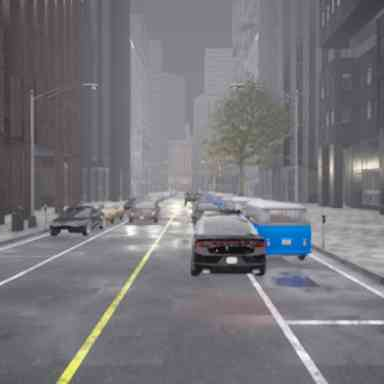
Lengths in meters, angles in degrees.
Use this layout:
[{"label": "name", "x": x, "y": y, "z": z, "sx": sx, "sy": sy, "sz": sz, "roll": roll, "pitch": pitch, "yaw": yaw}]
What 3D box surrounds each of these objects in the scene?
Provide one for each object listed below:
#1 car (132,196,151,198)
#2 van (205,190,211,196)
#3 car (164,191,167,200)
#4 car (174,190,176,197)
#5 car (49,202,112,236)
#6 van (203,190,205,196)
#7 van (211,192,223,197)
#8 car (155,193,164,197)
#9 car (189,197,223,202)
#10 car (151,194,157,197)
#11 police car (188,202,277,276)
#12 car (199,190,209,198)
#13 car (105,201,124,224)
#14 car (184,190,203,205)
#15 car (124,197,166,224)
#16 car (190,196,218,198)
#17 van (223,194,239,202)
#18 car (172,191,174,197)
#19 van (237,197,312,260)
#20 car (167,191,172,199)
[{"label": "car", "x": -5.751, "y": 1.225, "z": 34.063, "sx": 1.947, "sy": 1.339, "sz": 4.313, "roll": 0, "pitch": 1, "yaw": 0}, {"label": "van", "x": 2.776, "y": 0.945, "z": 39.682, "sx": 1.690, "sy": 1.788, "sz": 3.998, "roll": 0, "pitch": 1, "yaw": 0}, {"label": "car", "x": -5.743, "y": 0.882, "z": 56.535, "sx": 1.967, "sy": 1.590, "sz": 4.097, "roll": 0, "pitch": 1, "yaw": 0}, {"label": "car", "x": -5.733, "y": 0.725, "z": 84.629, "sx": 1.887, "sy": 1.381, "sz": 4.507, "roll": 0, "pitch": 1, "yaw": 0}, {"label": "car", "x": -5.757, "y": 1.391, "z": 17.207, "sx": 1.947, "sy": 1.339, "sz": 4.313, "roll": 0, "pitch": 1, "yaw": 0}, {"label": "van", "x": 2.778, "y": 0.891, "z": 45.301, "sx": 1.690, "sy": 1.788, "sz": 3.998, "roll": 0, "pitch": 1, "yaw": 0}, {"label": "van", "x": 2.772, "y": 1.055, "z": 28.446, "sx": 1.690, "sy": 1.788, "sz": 3.998, "roll": 0, "pitch": 1, "yaw": 0}, {"label": "car", "x": -5.745, "y": 1.023, "z": 50.748, "sx": 1.752, "sy": 1.417, "sz": 4.829, "roll": 0, "pitch": 1, "yaw": 0}, {"label": "car", "x": 0.907, "y": 1.302, "z": 20.030, "sx": 1.837, "sy": 1.490, "sz": 4.892, "roll": 0, "pitch": 1, "yaw": 0}, {"label": "car", "x": -5.749, "y": 1.170, "z": 39.681, "sx": 1.947, "sy": 1.339, "sz": 4.313, "roll": 0, "pitch": 1, "yaw": 0}, {"label": "police car", "x": 0.904, "y": 1.321, "z": 10.140, "sx": 1.930, "sy": 1.638, "sz": 5.238, "roll": 0, "pitch": 1, "yaw": 0}, {"label": "car", "x": 2.790, "y": 0.547, "z": 79.009, "sx": 2.192, "sy": 1.841, "sz": 5.009, "roll": 0, "pitch": 1, "yaw": 0}, {"label": "car", "x": -5.755, "y": 1.296, "z": 22.655, "sx": 1.752, "sy": 1.417, "sz": 4.829, "roll": 0, "pitch": 1, "yaw": 0}, {"label": "car", "x": 0.038, "y": 0.751, "z": 47.460, "sx": 2.150, "sy": 2.045, "sz": 5.566, "roll": 0, "pitch": 1, "yaw": 0}, {"label": "car", "x": -3.091, "y": 1.295, "z": 22.799, "sx": 1.812, "sy": 1.442, "sz": 4.674, "roll": 0, "pitch": 1, "yaw": 0}, {"label": "car", "x": 0.910, "y": 1.264, "z": 26.030, "sx": 1.812, "sy": 1.442, "sz": 4.674, "roll": 0, "pitch": 1, "yaw": 0}, {"label": "van", "x": 2.768, "y": 1.166, "z": 17.211, "sx": 1.690, "sy": 1.788, "sz": 3.998, "roll": 0, "pitch": 1, "yaw": 0}, {"label": "car", "x": -5.737, "y": 0.835, "z": 73.392, "sx": 2.008, "sy": 1.369, "sz": 4.403, "roll": 0, "pitch": 1, "yaw": 0}, {"label": "van", "x": 2.766, "y": 1.222, "z": 11.592, "sx": 1.690, "sy": 1.788, "sz": 3.998, "roll": 0, "pitch": 1, "yaw": 0}, {"label": "car", "x": -5.739, "y": 0.887, "z": 67.773, "sx": 2.008, "sy": 1.369, "sz": 4.403, "roll": 0, "pitch": 1, "yaw": 0}]
